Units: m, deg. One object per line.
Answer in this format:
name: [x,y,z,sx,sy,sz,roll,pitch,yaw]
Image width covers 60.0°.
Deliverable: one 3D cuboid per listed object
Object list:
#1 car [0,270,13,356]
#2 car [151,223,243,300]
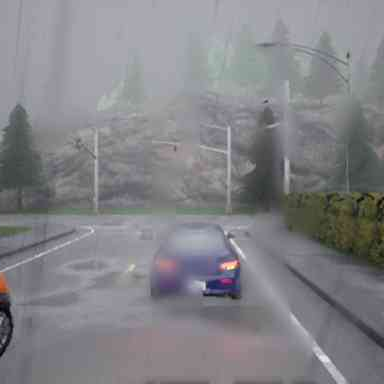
car: [-3.579,1.334,2.758,2.097,1.767,4.553,0,0,0]
car: [0.106,1.474,8.155,1.812,1.442,4.674,0,0,0]
